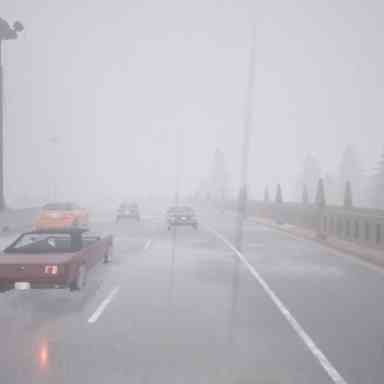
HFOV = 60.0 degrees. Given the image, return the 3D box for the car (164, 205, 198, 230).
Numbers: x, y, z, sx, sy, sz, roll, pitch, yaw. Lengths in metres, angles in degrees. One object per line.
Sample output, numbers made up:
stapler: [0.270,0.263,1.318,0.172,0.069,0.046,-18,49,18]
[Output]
car: [-0.779,1.553,21.404,2.033,1.411,5.357,0,0,-7]

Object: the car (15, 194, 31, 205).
car: [-32.617,1.426,64.109,2.150,2.045,5.566,0,0,-36]

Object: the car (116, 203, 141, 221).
car: [-5.135,1.562,26.831,2.033,1.411,5.357,0,0,-10]

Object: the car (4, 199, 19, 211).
car: [-16.195,1.552,27.472,1.812,1.442,4.674,0,0,-12]

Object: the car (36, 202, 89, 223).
car: [-7.756,1.360,20.324,2.097,1.767,4.553,0,0,-6]

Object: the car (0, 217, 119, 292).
car: [-3.455,1.600,8.920,1.895,1.301,4.718,0,0,-1]
